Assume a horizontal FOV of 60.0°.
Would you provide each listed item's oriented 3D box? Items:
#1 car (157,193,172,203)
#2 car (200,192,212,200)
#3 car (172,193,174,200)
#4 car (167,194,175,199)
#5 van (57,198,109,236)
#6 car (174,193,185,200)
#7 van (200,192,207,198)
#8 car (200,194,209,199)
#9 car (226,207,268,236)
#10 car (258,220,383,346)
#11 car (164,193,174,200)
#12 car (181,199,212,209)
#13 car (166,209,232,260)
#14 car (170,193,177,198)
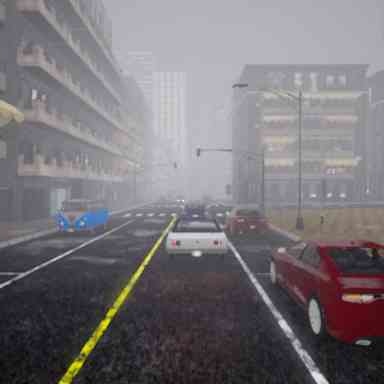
[{"bbox_3d":[-5.351,1.212,60.941,2.008,1.369,4.403,0,0,0],"label":"car"},{"bbox_3d":[3.059,1.075,66.414,1.967,1.590,4.097,-1,0,0],"label":"car"},{"bbox_3d":[-5.320,1.200,66.468,1.947,1.339,4.313,0,0,0],"label":"car"},{"bbox_3d":[-5.225,1.135,83.052,1.802,1.307,4.206,-1,0,0],"label":"car"},{"bbox_3d":[-5.601,1.237,17.465,1.690,1.788,3.998,0,0,0],"label":"van"},{"bbox_3d":[-2.567,1.139,76.148,1.994,1.385,4.181,0,0,0],"label":"car"},{"bbox_3d":[3.216,0.844,94.052,1.690,1.788,3.998,-1,0,0],"label":"van"},{"bbox_3d":[3.156,1.105,82.998,2.008,1.369,4.403,-1,0,0],"label":"car"},{"bbox_3d":[2.781,1.441,17.417,1.887,1.381,4.507,0,0,0],"label":"car"},{"bbox_3d":[2.718,1.505,6.366,1.887,1.381,4.507,0,0,0],"label":"car"},{"bbox_3d":[-5.258,1.020,77.523,1.967,1.590,4.097,-1,0,0],"label":"car"},{"bbox_3d":[0.225,1.431,22.577,1.994,1.385,4.181,0,0,0],"label":"car"},{"bbox_3d":[0.167,1.528,12.066,1.895,1.301,4.718,0,0,0],"label":"car"},{"bbox_3d":[-5.163,1.028,93.937,1.752,1.417,4.829,-1,0,0],"label":"car"}]
